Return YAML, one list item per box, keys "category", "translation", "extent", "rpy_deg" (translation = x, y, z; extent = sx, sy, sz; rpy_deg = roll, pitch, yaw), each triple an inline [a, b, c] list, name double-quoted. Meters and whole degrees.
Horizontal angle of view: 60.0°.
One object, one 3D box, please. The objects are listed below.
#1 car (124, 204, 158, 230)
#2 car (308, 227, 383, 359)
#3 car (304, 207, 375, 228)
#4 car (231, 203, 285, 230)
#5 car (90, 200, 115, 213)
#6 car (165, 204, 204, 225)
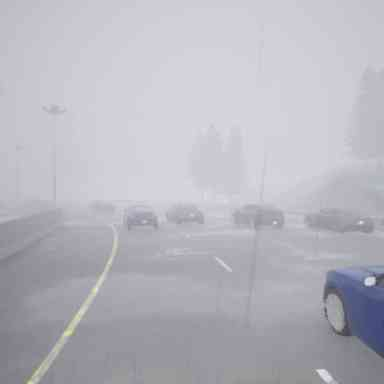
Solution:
- category: "car"
  translation: [-3.310, 1.518, 21.174]
  extent: [1.812, 1.442, 4.674]
  rpy_deg: [0, 0, -15]
- category: "car"
  translation: [3.235, 1.458, 3.635]
  extent: [1.882, 1.535, 5.008]
  rpy_deg: [0, 0, -3]
- category: "car"
  translation: [8.120, 1.504, 18.735]
  extent: [1.994, 1.385, 4.181]
  rpy_deg: [0, 0, -12]
- category: "car"
  translation: [3.996, 1.462, 20.835]
  extent: [1.837, 1.490, 4.892]
  rpy_deg: [0, 0, -15]
- category: "car"
  translation: [-10.227, 1.609, 37.695]
  extent: [1.895, 1.301, 4.718]
  rpy_deg: [0, 0, -29]
- category: "car"
  translation: [-0.606, 1.540, 24.176]
  extent: [1.994, 1.385, 4.181]
  rpy_deg: [0, 0, -18]
